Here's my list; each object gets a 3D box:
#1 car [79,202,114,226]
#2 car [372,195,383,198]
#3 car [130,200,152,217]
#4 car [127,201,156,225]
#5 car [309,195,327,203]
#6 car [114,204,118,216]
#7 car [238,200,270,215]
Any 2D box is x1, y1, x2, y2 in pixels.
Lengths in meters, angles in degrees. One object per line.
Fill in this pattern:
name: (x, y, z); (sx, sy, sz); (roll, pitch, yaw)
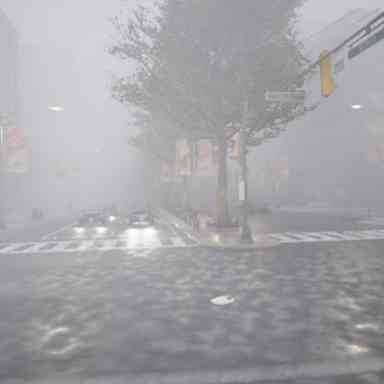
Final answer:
car: (-7.471, 1.728, 25.862); (1.812, 1.442, 4.674); (-1, 0, -8)
car: (28.092, 1.024, 47.624); (2.002, 1.452, 4.674); (-1, 0, -9)
car: (-5.455, 1.692, 35.620); (2.128, 1.511, 4.902); (-1, 0, -9)
car: (-3.885, 1.637, 25.621); (2.128, 1.511, 4.902); (-1, 0, -9)
car: (22.094, 1.247, 59.013); (2.161, 1.482, 4.786); (-1, 0, -9)
car: (-9.014, 1.821, 35.732); (1.994, 1.385, 4.181); (-1, 0, -9)
car: (6.398, 1.557, 34.895); (2.033, 1.411, 5.357); (-1, 0, -10)
